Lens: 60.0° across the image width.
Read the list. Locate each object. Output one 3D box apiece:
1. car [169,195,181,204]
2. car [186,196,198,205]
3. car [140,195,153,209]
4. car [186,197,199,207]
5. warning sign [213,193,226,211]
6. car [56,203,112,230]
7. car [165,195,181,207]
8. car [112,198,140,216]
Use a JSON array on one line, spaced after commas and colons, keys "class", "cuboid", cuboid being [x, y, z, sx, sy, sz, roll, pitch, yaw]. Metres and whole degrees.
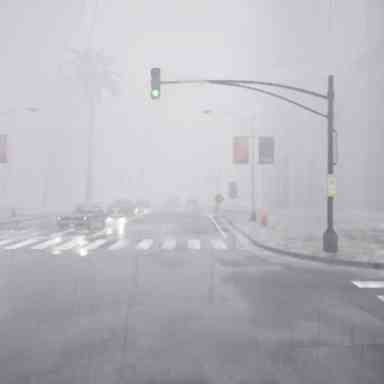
[{"class": "car", "cuboid": [-3.151, 1.361, 61.880, 2.097, 1.767, 4.553, 0, 0, 0]}, {"class": "car", "cuboid": [0.039, 1.553, 61.082, 2.033, 1.411, 5.357, 0, 0, 0]}, {"class": "car", "cuboid": [-6.555, 1.500, 44.862, 1.994, 1.385, 4.181, 0, 0, 0]}, {"class": "car", "cuboid": [0.083, 1.560, 51.079, 1.895, 1.301, 4.718, 0, 0, 1]}, {"class": "warning sign", "cuboid": [2.882, 1.032, 35.489, 1.300, 1.860, 1.060, 1, 1, 0]}, {"class": "car", "cuboid": [-6.588, 1.528, 20.415, 1.895, 1.301, 4.718, 0, 0, 0]}, {"class": "car", "cuboid": [-3.117, 1.507, 51.306, 2.033, 1.411, 5.357, 0, 0, -1]}, {"class": "car", "cuboid": [-6.575, 1.407, 31.297, 2.128, 1.511, 4.902, 0, 0, 0]}]
